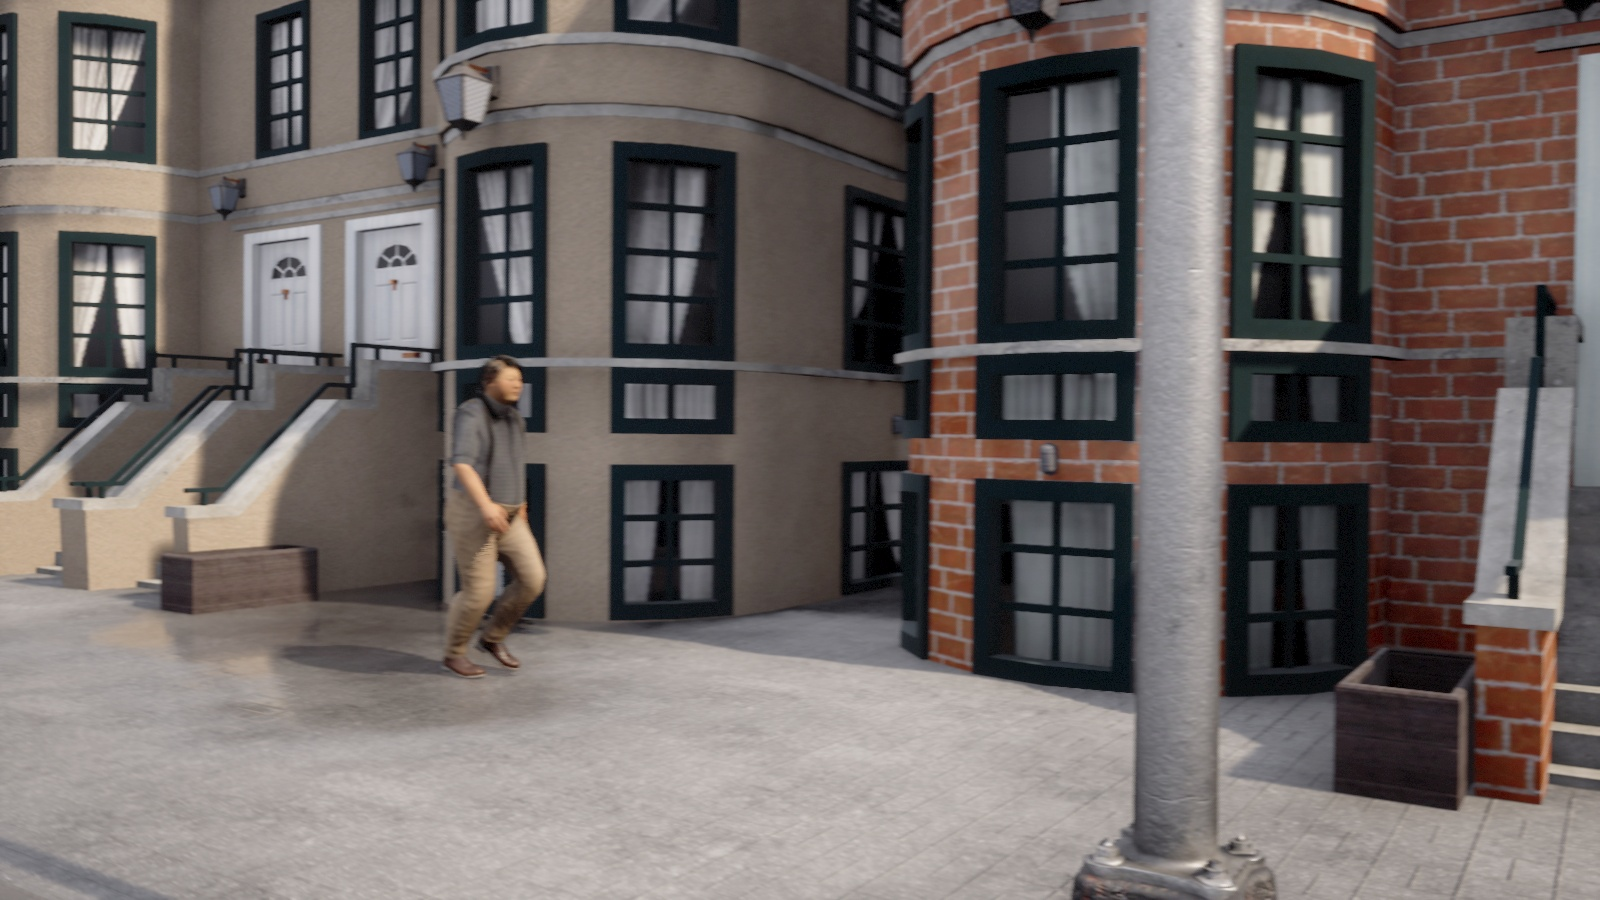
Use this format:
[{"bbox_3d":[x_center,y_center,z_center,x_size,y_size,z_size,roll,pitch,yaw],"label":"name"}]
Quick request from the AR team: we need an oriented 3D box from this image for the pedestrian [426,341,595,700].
[{"bbox_3d":[-1.575,0.362,6.864,0.694,1.848,0.540,0,1,27],"label":"pedestrian"}]
